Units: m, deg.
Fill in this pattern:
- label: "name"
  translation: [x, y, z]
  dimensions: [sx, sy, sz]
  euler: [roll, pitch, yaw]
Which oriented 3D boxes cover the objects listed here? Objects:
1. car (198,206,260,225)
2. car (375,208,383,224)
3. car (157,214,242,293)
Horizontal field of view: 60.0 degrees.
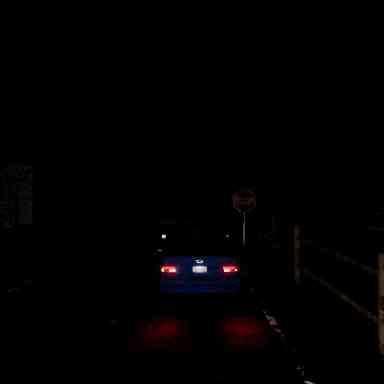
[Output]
- label: "car"
  translation: [2.629, 1.682, 24.745]
  dimensions: [4.718, 1.301, 1.895]
  euler: [1, -1, 1]
- label: "car"
  translation: [16.691, 1.537, 24.574]
  dimensions: [5.566, 2.045, 2.150]
  euler: [1, -1, 0]
- label: "car"
  translation: [0.109, 1.549, 8.970]
  dimensions: [2.033, 1.411, 5.357]
  euler: [0, 0, -1]
